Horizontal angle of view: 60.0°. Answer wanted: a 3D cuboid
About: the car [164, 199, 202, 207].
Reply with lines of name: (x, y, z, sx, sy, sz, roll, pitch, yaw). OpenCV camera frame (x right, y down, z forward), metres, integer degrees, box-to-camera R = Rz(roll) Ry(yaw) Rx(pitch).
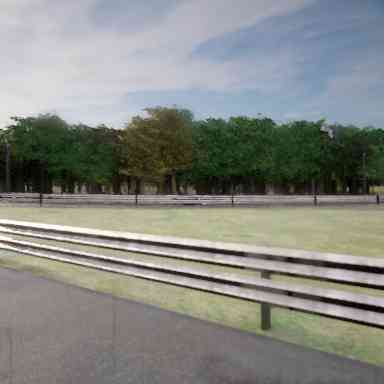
car: (-1.078, 1.096, 39.788, 4.718, 1.301, 1.895, 0, 0, -5)
